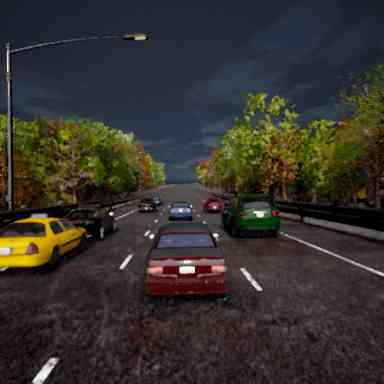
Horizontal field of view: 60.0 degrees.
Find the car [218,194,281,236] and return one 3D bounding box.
[{"bbox_3d":[2.952,1.127,17.555,2.150,2.045,5.566,-1,0,-2],"label":"car"}]

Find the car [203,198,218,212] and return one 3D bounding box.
[{"bbox_3d":[2.213,1.385,35.833,1.812,1.442,4.674,-1,0,-2],"label":"car"}]

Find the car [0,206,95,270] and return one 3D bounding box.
[{"bbox_3d":[-4.938,1.485,11.093,1.801,1.575,5.366,-1,0,-2],"label":"car"}]

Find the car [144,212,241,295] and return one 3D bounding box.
[{"bbox_3d":[-0.191,1.522,8.832,2.033,1.411,5.357,-1,0,-2],"label":"car"}]

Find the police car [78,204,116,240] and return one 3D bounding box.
[{"bbox_3d":[-5.179,1.440,17.012,1.930,1.638,5.238,-1,0,-2],"label":"police car"}]

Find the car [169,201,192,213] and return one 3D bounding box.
[{"bbox_3d":[-0.962,1.473,27.789,2.033,1.411,5.357,-1,0,-2],"label":"car"}]

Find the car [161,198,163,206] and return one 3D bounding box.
[{"bbox_3d":[-5.506,1.430,51.078,1.994,1.385,4.181,-1,1,-2],"label":"car"}]

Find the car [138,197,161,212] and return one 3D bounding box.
[{"bbox_3d":[-4.944,1.451,37.653,1.837,1.490,4.892,-1,0,-2],"label":"car"}]
